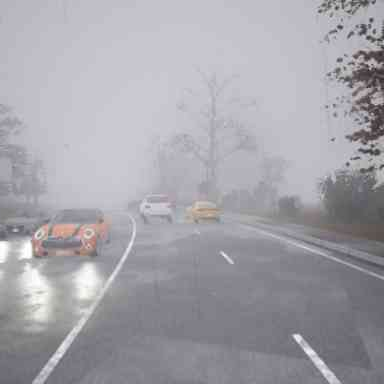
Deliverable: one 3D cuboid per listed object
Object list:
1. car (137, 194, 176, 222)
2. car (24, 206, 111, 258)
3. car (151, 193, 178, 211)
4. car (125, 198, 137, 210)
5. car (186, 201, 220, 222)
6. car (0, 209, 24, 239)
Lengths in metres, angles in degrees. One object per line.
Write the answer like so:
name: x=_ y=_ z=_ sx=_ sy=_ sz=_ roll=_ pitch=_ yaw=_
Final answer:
car: x=-3.018 y=1.234 z=27.017 sx=2.150 sy=2.045 sz=5.566 roll=0 pitch=0 yaw=-12
car: x=-4.436 y=1.373 z=12.862 sx=2.097 sy=1.767 sz=4.553 roll=0 pitch=0 yaw=-7
car: x=-3.645 y=1.220 z=42.665 sx=2.150 sy=2.045 sz=5.566 roll=0 pitch=0 yaw=-18
car: x=-7.516 y=1.539 z=43.064 sx=1.837 sy=1.490 sz=4.892 roll=0 pitch=0 yaw=-19
car: x=0.790 y=1.461 z=25.976 sx=1.882 sy=1.535 sz=5.008 roll=0 pitch=0 yaw=-11
car: x=-8.532 y=1.611 z=17.534 sx=1.994 sy=1.385 sz=4.181 roll=0 pitch=0 yaw=-8
